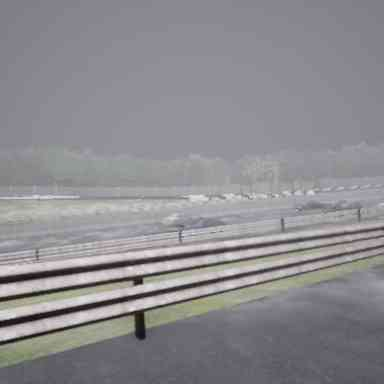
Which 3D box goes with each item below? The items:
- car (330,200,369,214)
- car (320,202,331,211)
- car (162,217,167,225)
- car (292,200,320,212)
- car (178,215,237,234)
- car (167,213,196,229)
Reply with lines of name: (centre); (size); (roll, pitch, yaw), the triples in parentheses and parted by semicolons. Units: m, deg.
car: (19.905, 1.930, 41.237); (4.674, 1.442, 1.812); (-4, 2, -25)
car: (20.217, 1.772, 45.253); (4.674, 1.442, 1.812); (-4, 2, -25)
car: (-1.189, 3.182, 39.037); (4.674, 1.442, 1.812); (-4, 2, -25)
car: (16.920, 1.893, 47.568); (5.357, 1.411, 2.033); (-4, 2, -25)
car: (1.798, 3.251, 32.707); (5.357, 1.411, 2.033); (-4, 2, -25)
car: (0.296, 3.207, 35.868); (4.902, 1.511, 2.128); (-4, 2, -25)
